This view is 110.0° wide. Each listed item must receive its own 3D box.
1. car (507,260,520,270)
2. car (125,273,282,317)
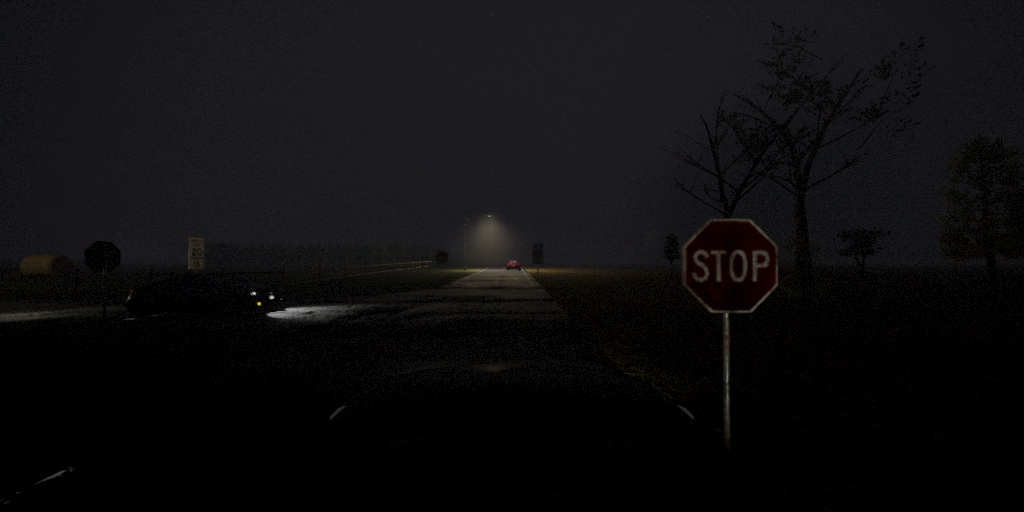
[{"bbox_3d":[0.223,1.311,52.685,1.994,1.385,4.181,0,0,0],"label":"car"},{"bbox_3d":[-10.551,1.292,12.540,4.181,1.385,1.994,0,-1,-7],"label":"car"}]
